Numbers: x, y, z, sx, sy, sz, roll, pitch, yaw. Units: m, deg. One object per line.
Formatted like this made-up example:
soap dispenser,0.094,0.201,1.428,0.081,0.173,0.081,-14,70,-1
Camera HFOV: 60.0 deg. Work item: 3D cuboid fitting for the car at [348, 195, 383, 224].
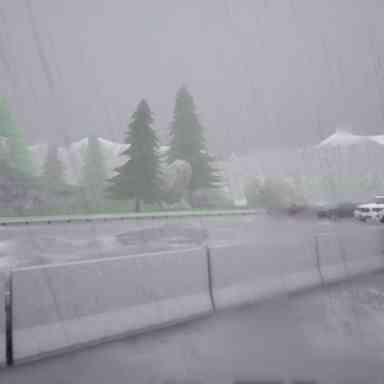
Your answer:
car,14.883,1.278,25.210,5.566,2.045,2.150,0,0,-26

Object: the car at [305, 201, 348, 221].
car,12.181,1.533,27.730,5.008,1.535,1.882,0,0,-27

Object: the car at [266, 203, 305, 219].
car,9.067,1.653,30.076,4.718,1.301,1.895,0,0,-28
